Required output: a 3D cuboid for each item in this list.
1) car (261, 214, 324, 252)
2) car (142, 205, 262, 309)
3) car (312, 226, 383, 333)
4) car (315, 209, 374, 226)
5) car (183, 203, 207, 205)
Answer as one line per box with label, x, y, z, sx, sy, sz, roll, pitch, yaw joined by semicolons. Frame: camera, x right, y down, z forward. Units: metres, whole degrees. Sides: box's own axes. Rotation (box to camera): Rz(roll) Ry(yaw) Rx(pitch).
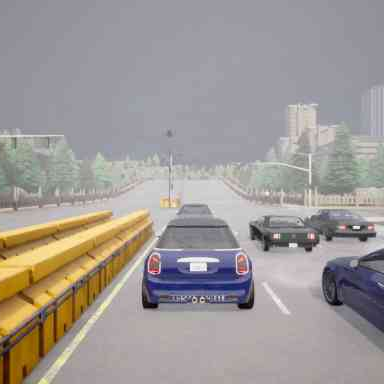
car;3.626;1.601;14.003;1.895;1.301;4.718;0;0;1
car;0.117;1.352;8.032;2.097;1.767;4.553;0;0;0
car;3.614;1.526;5.063;1.812;1.442;4.674;0;0;0
car;7.111;1.547;16.577;2.033;1.411;5.357;0;0;4
car;0.135;1.352;16.968;2.097;1.767;4.553;0;0;0
